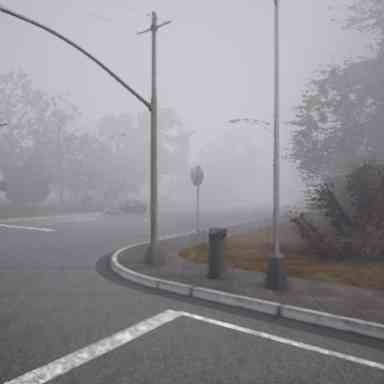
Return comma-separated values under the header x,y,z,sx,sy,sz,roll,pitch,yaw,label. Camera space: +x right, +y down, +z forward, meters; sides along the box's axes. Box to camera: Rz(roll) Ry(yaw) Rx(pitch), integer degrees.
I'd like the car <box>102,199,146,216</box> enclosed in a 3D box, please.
x,y,z,sx,sy,sz,roll,pitch,yaw,label
-6.394,1.461,31.634,2.128,1.511,4.902,0,0,32,car
